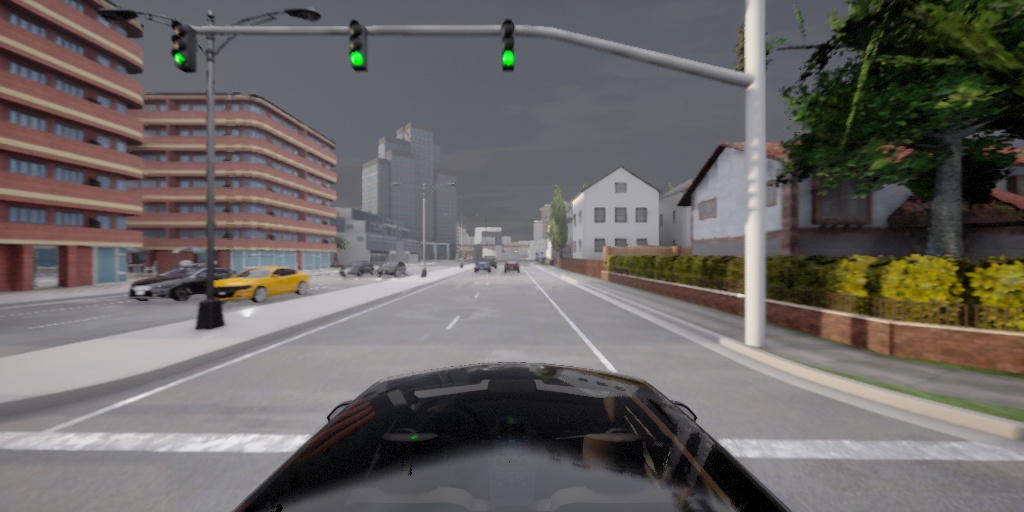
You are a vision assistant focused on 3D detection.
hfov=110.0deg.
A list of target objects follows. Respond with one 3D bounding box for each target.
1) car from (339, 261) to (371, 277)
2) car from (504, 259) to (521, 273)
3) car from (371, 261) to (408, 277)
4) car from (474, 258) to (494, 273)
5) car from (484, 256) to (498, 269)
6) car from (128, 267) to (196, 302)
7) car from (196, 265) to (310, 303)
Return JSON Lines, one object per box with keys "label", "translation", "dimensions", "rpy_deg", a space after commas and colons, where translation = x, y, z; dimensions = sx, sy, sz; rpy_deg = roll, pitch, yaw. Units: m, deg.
{"label": "car", "translation": [-15.063, 1.237, 35.130], "dimensions": [2.128, 1.511, 4.902], "rpy_deg": [0, 0, 0]}
{"label": "car", "translation": [0.001, 1.226, 43.356], "dimensions": [1.882, 1.535, 5.008], "rpy_deg": [0, 0, 0]}
{"label": "car", "translation": [-11.565, 1.253, 34.870], "dimensions": [1.837, 1.490, 4.892], "rpy_deg": [0, 0, 0]}
{"label": "car", "translation": [-3.503, 1.273, 43.579], "dimensions": [1.812, 1.442, 4.674], "rpy_deg": [0, 0, 0]}
{"label": "car", "translation": [-3.483, 0.967, 56.726], "dimensions": [2.150, 2.045, 5.566], "rpy_deg": [0, 0, 0]}
{"label": "car", "translation": [-15.089, 1.238, 17.009], "dimensions": [2.128, 1.511, 4.902], "rpy_deg": [0, 0, 0]}
{"label": "car", "translation": [-11.586, 1.225, 16.844], "dimensions": [1.882, 1.535, 5.008], "rpy_deg": [0, 0, 0]}
